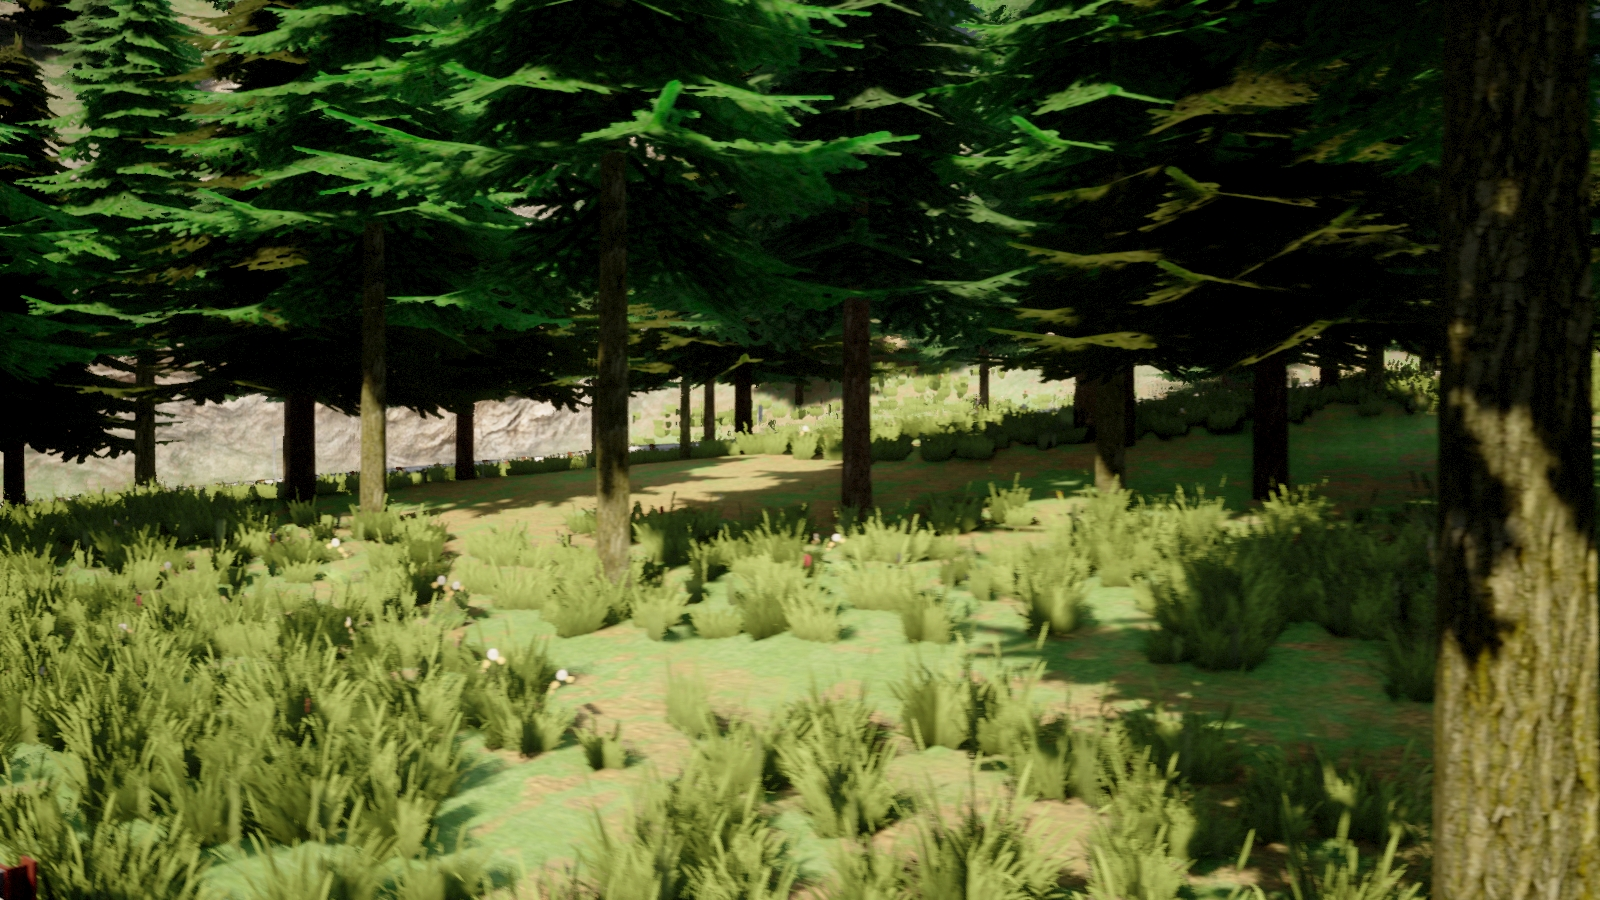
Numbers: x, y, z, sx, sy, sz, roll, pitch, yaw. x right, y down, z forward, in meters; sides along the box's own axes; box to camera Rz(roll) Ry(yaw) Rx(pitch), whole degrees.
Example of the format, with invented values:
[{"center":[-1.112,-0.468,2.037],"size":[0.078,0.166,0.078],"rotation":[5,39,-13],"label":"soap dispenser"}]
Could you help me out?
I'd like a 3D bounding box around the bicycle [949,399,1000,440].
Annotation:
[{"center":[6.899,-1.184,45.206],"size":[1.835,1.471,0.329],"rotation":[-4,-1,24],"label":"bicycle"}]
